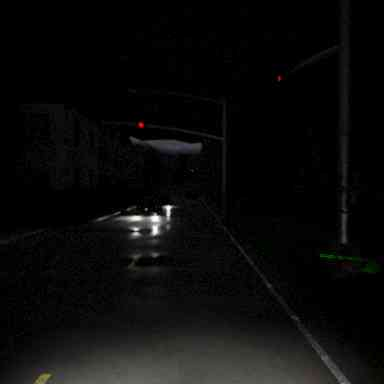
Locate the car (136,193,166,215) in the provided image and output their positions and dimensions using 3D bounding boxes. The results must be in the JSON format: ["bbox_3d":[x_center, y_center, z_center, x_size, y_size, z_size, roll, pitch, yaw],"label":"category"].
[{"bbox_3d":[-3.557,1.082,28.256,1.837,1.490,4.892,0,1,0],"label":"car"}]

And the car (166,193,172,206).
[{"bbox_3d":[-3.528,0.889,41.351,1.837,1.490,4.892,0,1,0],"label":"car"}]

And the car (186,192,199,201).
[{"bbox_3d":[0.065,0.684,54.201,2.128,1.511,4.902,0,1,0],"label":"car"}]
